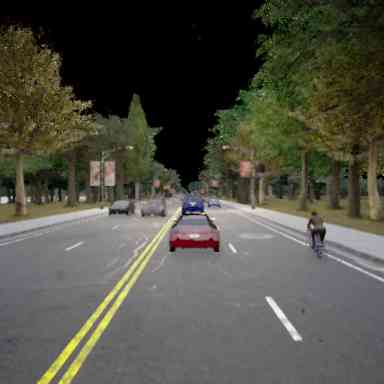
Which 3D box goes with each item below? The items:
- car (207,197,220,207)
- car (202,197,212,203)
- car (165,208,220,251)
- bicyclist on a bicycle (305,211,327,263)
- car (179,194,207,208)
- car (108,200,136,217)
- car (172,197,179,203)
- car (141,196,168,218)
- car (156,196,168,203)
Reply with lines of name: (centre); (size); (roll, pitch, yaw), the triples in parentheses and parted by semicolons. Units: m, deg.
car: (3.330, 1.640, 51.646); (2.033, 1.411, 5.357); (0, 0, 0)
car: (3.224, 1.742, 73.406); (1.994, 1.385, 4.181); (0, 0, 0)
car: (0.093, 1.571, 14.130); (1.994, 1.385, 4.181); (0, 0, 0)
bicyclist on a bicycle: (4.136, 1.458, 11.098); (0.582, 1.620, 1.656); (0, 0, 0)
car: (0.087, 1.256, 32.798); (2.150, 2.045, 5.566); (0, 0, 0)
car: (-6.607, 1.510, 31.816); (1.882, 1.535, 5.008); (0, 0, 0)
car: (-3.274, 1.733, 70.634); (1.895, 1.301, 4.718); (0, 0, 0)
car: (-3.356, 1.381, 30.267); (2.097, 1.767, 4.553); (0, 0, 0)
car: (-6.525, 1.654, 72.472); (2.128, 1.511, 4.902); (0, 0, 0)
